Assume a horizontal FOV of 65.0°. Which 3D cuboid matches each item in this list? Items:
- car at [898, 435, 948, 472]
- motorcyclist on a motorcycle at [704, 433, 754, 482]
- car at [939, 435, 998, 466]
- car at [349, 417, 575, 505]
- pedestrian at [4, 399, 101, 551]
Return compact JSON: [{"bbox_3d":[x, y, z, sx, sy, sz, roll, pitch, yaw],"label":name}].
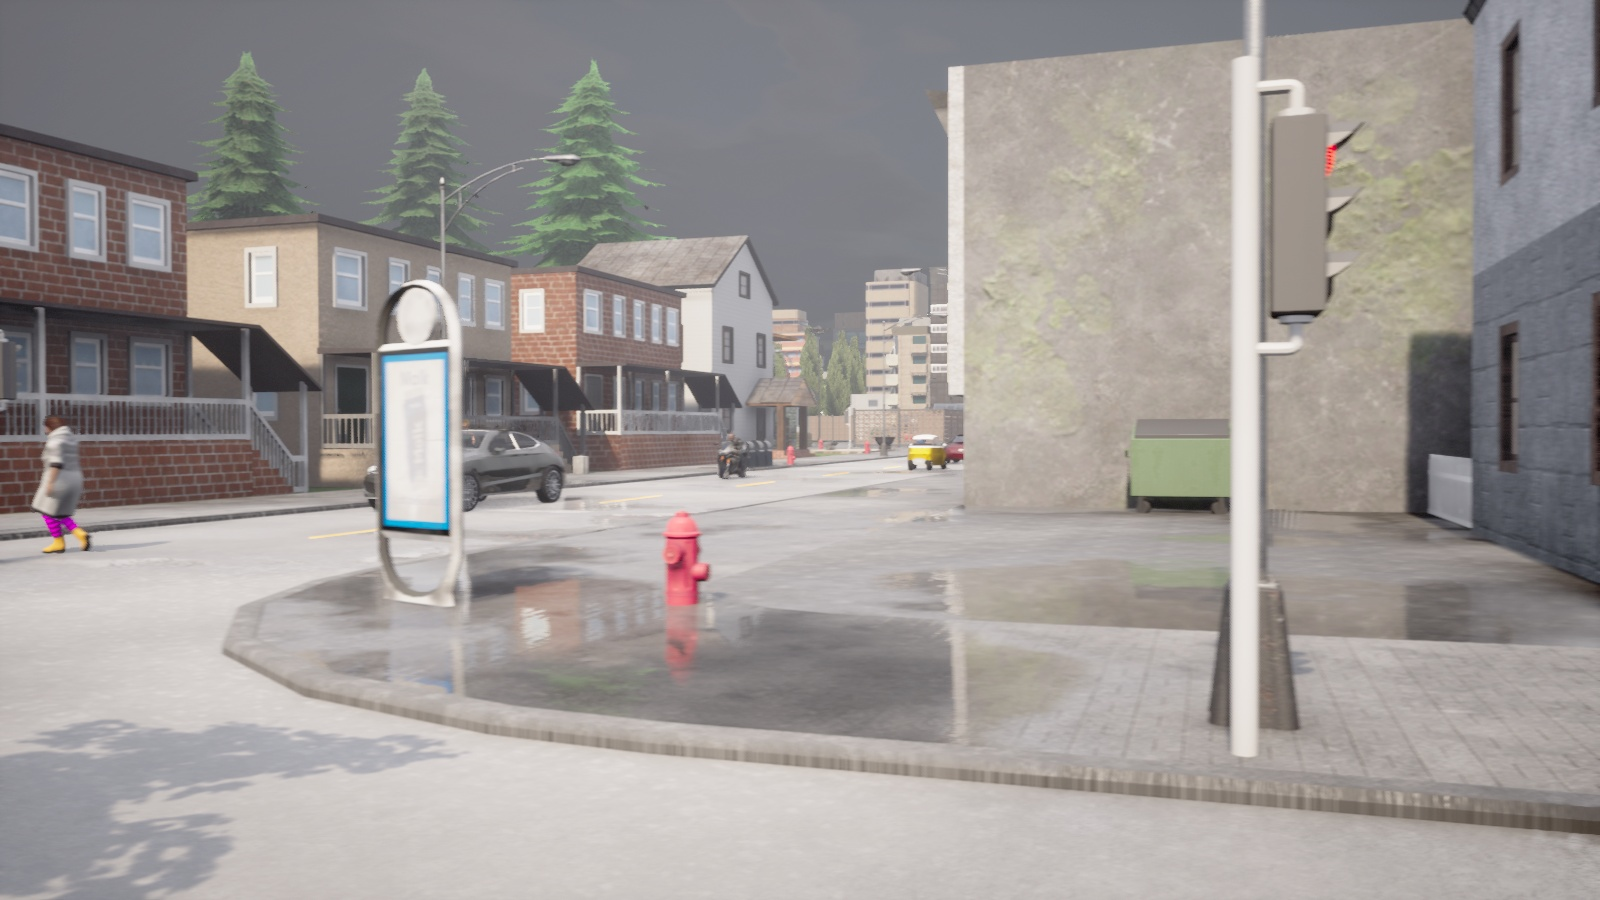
[{"bbox_3d":[4.839,0.115,49.127,1.481,1.376,2.207,1,1,18],"label":"car"},{"bbox_3d":[-2.260,0.208,40.408,0.866,1.530,2.191,1,1,18],"label":"motorcyclist on a motorcycle"},{"bbox_3d":[7.844,-0.009,58.200,1.994,1.385,4.181,1,1,18],"label":"car"},{"bbox_3d":[-6.911,0.158,26.351,2.152,1.651,5.027,1,1,18],"label":"car"},{"bbox_3d":[-9.754,0.317,16.405,0.873,1.952,0.659,0,1,-1],"label":"pedestrian"}]
